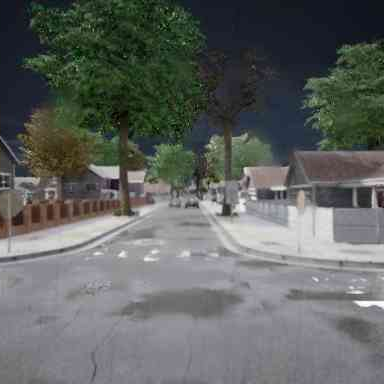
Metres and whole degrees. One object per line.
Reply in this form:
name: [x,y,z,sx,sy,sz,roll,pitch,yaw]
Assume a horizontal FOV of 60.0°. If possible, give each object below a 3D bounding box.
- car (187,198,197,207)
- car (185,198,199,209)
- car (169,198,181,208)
car: [0.002,1.851,60.910,1.812,1.442,4.674,0,0,0]
car: [0.002,1.622,50.879,2.097,1.767,4.553,0,0,0]
car: [-2.748,1.783,54.662,2.128,1.511,4.902,0,0,0]
